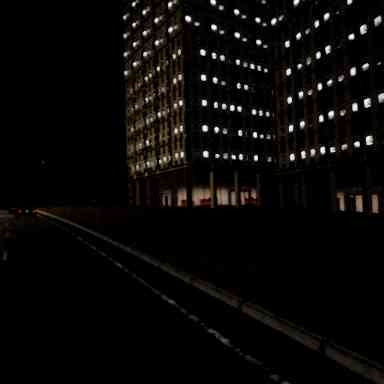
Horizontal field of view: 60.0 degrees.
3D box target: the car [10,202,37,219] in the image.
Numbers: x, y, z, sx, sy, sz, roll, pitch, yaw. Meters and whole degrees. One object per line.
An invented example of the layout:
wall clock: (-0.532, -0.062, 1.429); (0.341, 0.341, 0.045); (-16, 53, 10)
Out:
car: (-16.732, 1.903, 33.337); (2.033, 1.411, 5.357); (0, -1, -31)
